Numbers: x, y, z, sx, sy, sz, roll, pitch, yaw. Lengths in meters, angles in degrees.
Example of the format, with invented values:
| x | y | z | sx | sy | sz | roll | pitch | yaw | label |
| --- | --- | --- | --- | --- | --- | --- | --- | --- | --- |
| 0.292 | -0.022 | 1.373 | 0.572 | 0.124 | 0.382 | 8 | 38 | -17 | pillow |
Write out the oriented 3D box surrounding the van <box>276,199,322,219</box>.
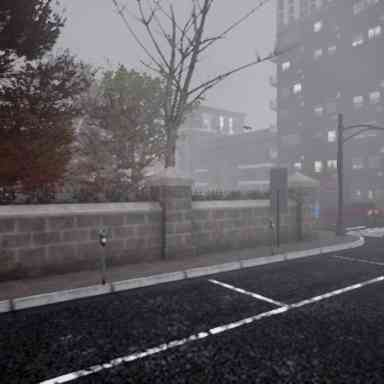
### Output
| x | y | z | sx | sy | sz | roll | pitch | yaw | label |
| --- | --- | --- | --- | --- | --- | --- | --- | --- | --- |
| 10.453 | 1.627 | 32.643 | 1.690 | 1.788 | 3.998 | -1 | 0 | -36 | van |

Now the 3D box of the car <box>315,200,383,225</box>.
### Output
| x | y | z | sx | sy | sz | roll | pitch | yaw | label |
| --- | --- | --- | --- | --- | --- | --- | --- | --- | --- |
| 12.150 | 1.542 | 25.763 | 2.097 | 1.767 | 4.553 | 0 | -1 | -33 | car |
